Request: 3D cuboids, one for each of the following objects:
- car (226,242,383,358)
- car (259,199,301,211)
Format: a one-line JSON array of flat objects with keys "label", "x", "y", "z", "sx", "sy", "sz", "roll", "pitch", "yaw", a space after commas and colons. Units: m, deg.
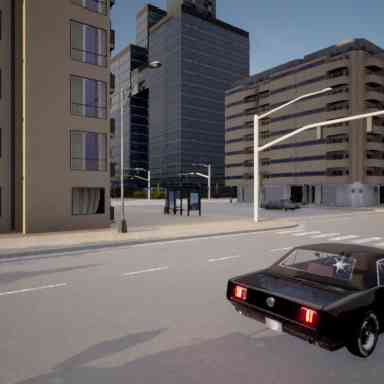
[{"label": "car", "x": 2.954, "y": 1.601, "z": 6.035, "sx": 4.718, "sy": 1.301, "sz": 1.895, "roll": 0, "pitch": 0, "yaw": -36}, {"label": "car", "x": 10.808, "y": 1.603, "z": 41.138, "sx": 2.033, "sy": 1.411, "sz": 5.357, "roll": 0, "pitch": 0, "yaw": -37}]
